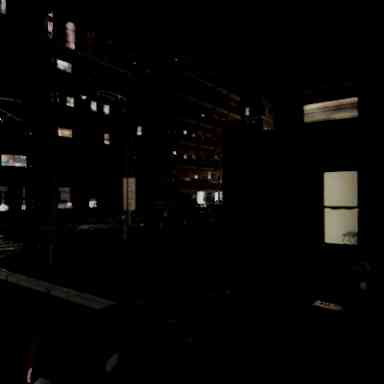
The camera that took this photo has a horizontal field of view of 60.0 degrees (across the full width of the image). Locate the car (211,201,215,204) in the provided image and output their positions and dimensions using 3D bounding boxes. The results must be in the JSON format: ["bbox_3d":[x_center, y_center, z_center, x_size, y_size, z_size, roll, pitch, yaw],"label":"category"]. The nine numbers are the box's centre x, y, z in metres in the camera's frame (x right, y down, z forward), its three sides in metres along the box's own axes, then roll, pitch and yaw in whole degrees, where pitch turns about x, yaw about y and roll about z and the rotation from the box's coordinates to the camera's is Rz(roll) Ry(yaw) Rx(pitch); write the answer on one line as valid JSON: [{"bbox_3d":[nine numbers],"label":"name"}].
[{"bbox_3d":[0.555,2.161,41.185,1.967,1.590,4.097,-2,-2,35],"label":"car"}]

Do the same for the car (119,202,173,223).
[{"bbox_3d":[-4.318,1.959,29.764,2.128,1.511,4.902,-1,-1,35],"label":"car"}]

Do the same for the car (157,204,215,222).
[{"bbox_3d":[-0.456,2.033,29.860,2.033,1.411,5.357,-1,-1,35],"label":"car"}]

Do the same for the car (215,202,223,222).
[{"bbox_3d":[4.277,1.986,31.930,1.967,1.590,4.097,-2,-2,35],"label":"car"}]

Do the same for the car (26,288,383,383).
[{"bbox_3d":[0.373,1.546,2.779,4.507,1.381,1.887,0,0,36],"label":"car"}]

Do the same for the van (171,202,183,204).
[{"bbox_3d":[-2.565,1.959,36.772,1.690,1.788,3.998,-2,-2,35],"label":"van"}]

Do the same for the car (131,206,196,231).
[{"bbox_3d":[-1.958,1.891,23.095,2.008,1.369,4.403,-2,-2,35],"label":"car"}]

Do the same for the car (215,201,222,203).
[{"bbox_3d":[3.672,2.139,45.605,2.192,1.841,5.009,-2,-2,35],"label":"car"}]
